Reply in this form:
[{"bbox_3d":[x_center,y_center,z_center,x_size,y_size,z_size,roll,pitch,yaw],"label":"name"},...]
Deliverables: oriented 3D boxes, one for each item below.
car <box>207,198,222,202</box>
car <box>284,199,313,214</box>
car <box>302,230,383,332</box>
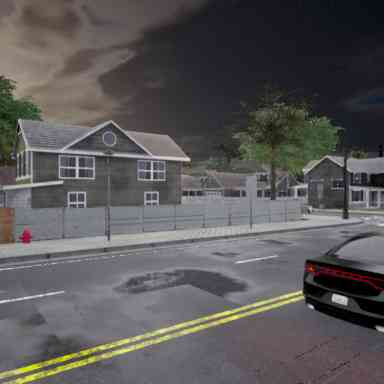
[{"bbox_3d":[3.150,1.529,44.825,1.882,1.535,5.008,0,1,-35],"label":"car"},{"bbox_3d":[10.287,1.521,34.744,2.128,1.511,4.902,0,0,-35],"label":"car"},{"bbox_3d":[4.257,1.477,6.478,5.008,1.535,1.882,0,0,-35],"label":"car"}]
